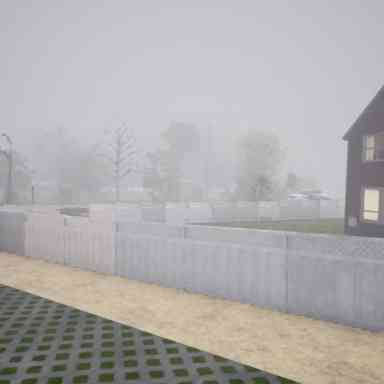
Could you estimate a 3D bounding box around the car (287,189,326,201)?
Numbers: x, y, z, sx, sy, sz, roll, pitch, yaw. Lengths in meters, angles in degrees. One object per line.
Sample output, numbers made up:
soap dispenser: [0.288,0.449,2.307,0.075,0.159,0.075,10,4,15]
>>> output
car: [15.622,0.685,44.800,5.566,2.045,2.150,0,2,-18]

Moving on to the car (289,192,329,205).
car: [14.830,1.105,41.141,4.674,1.442,1.812,0,2,-18]
